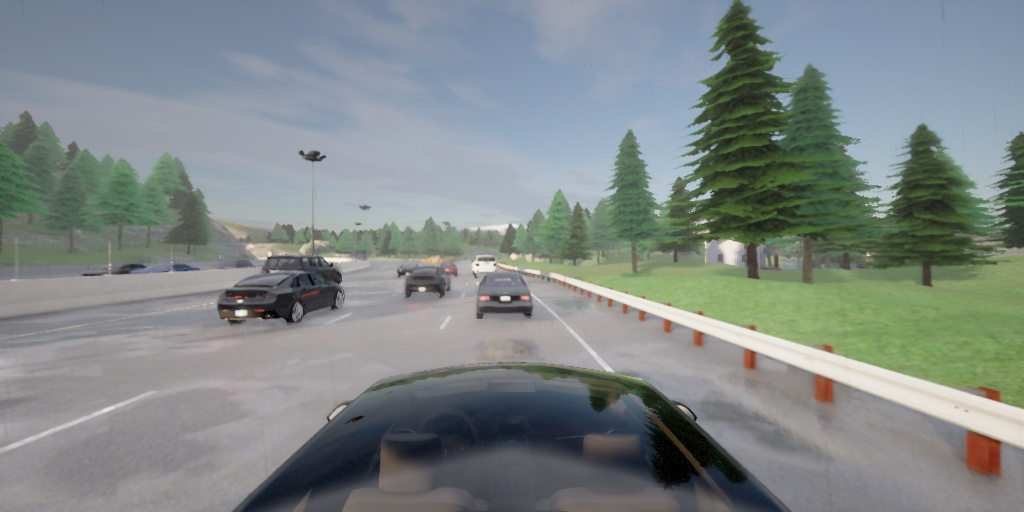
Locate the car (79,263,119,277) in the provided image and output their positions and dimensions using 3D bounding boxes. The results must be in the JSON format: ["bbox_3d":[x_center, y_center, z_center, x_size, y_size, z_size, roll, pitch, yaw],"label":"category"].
[{"bbox_3d":[-30.112,1.290,27.549,1.837,1.490,4.892,0,-1,-8],"label":"car"}]

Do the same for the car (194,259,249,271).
[{"bbox_3d":[-23.372,1.118,29.730,2.097,1.767,4.553,0,0,-9],"label":"car"}]

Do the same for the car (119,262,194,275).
[{"bbox_3d":[-26.582,1.253,27.574,1.882,1.535,5.008,0,0,-8],"label":"car"}]

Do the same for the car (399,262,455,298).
[{"bbox_3d":[-4.255,1.246,18.604,1.837,1.490,4.892,0,0,-5],"label":"car"}]

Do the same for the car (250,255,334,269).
[{"bbox_3d":[-11.349,0.976,19.648,2.150,2.045,5.566,0,0,-5],"label":"car"}]

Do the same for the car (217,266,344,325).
[{"bbox_3d":[-7.286,1.259,11.898,1.837,1.490,4.892,0,0,-3],"label":"car"}]

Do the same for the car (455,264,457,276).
[{"bbox_3d":[-6.522,1.292,36.201,1.994,1.385,4.181,0,0,-10],"label":"car"}]

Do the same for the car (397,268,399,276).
[{"bbox_3d":[-9.764,1.336,34.556,1.895,1.301,4.718,0,0,-9],"label":"car"}]

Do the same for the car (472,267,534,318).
[{"bbox_3d":[-0.330,1.287,12.982,2.033,1.411,5.357,0,0,-3],"label":"car"}]

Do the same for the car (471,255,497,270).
[{"bbox_3d":[-2.682,0.943,34.565,2.150,2.045,5.566,0,0,-9],"label":"car"}]
